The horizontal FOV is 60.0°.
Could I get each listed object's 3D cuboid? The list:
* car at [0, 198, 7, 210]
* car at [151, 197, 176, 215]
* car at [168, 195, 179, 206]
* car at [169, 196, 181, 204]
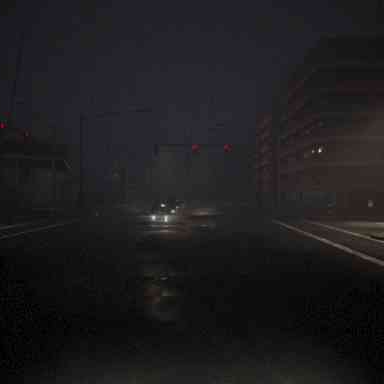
[{"bbox_3d":[-24.020,1.456,38.975,3.806,1.475,1.970,0,0,1],"label":"car"},{"bbox_3d":[-3.121,1.547,34.787,2.033,1.411,5.357,0,0,0],"label":"car"},{"bbox_3d":[-3.186,1.478,44.366,1.882,1.535,5.008,0,0,0],"label":"car"},{"bbox_3d":[-3.294,1.547,64.716,2.033,1.411,5.357,0,0,0],"label":"car"}]
